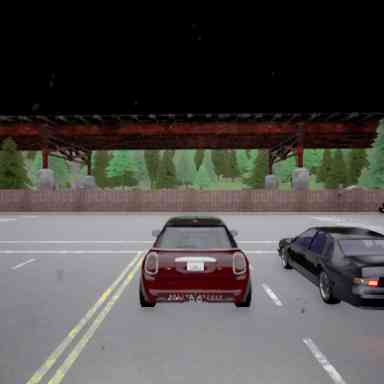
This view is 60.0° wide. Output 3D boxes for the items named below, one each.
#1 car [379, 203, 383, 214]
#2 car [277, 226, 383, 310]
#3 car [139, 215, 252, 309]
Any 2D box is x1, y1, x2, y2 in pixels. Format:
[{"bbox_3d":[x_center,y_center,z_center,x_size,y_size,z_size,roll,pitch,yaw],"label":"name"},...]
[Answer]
[{"bbox_3d":[19.741,1.212,29.534,5.566,2.045,2.150,-1,0,1],"label":"car"},{"bbox_3d":[3.576,1.547,8.049,2.033,1.411,5.357,0,0,0],"label":"car"},{"bbox_3d":[0.071,1.351,8.052,2.097,1.767,4.553,0,0,0],"label":"car"}]
